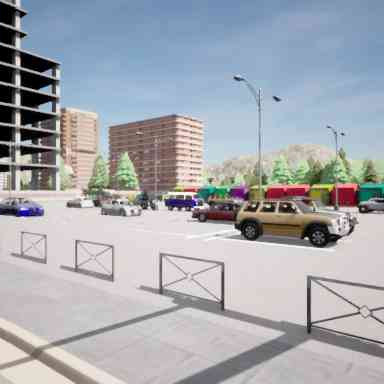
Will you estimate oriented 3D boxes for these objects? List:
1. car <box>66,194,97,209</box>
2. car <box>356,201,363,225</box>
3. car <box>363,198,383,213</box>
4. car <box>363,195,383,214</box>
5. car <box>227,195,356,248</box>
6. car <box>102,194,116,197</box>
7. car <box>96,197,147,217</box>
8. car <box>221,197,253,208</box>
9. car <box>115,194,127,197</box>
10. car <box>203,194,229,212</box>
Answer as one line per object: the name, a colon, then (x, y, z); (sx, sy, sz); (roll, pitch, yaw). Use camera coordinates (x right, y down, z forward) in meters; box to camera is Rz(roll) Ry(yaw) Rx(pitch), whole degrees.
car: (-14.518, 1.395, 43.044); (3.806, 1.475, 1.970); (0, 0, 38)
car: (5.907, 1.156, 16.298); (3.866, 1.878, 1.905); (0, 0, 38)
car: (19.766, 1.395, 34.047); (3.806, 1.475, 1.970); (0, 0, 38)
car: (17.973, 1.156, 31.773); (3.866, 1.878, 1.905); (0, 0, 38)
car: (4.080, 1.153, 14.052); (4.605, 1.855, 1.932); (0, 0, 38)
car: (-12.733, 1.364, 45.324); (3.905, 1.438, 1.784); (0, 0, 38)
car: (-6.181, 1.395, 29.194); (3.806, 1.475, 1.970); (0, 0, 38)
car: (5.999, 1.364, 44.797); (3.905, 1.438, 1.784); (0, 0, 38)
car: (-11.118, 1.153, 47.468); (4.605, 1.855, 1.932); (0, 0, 38)
car: (4.163, 1.153, 42.556); (4.605, 1.855, 1.932); (0, 0, 38)
